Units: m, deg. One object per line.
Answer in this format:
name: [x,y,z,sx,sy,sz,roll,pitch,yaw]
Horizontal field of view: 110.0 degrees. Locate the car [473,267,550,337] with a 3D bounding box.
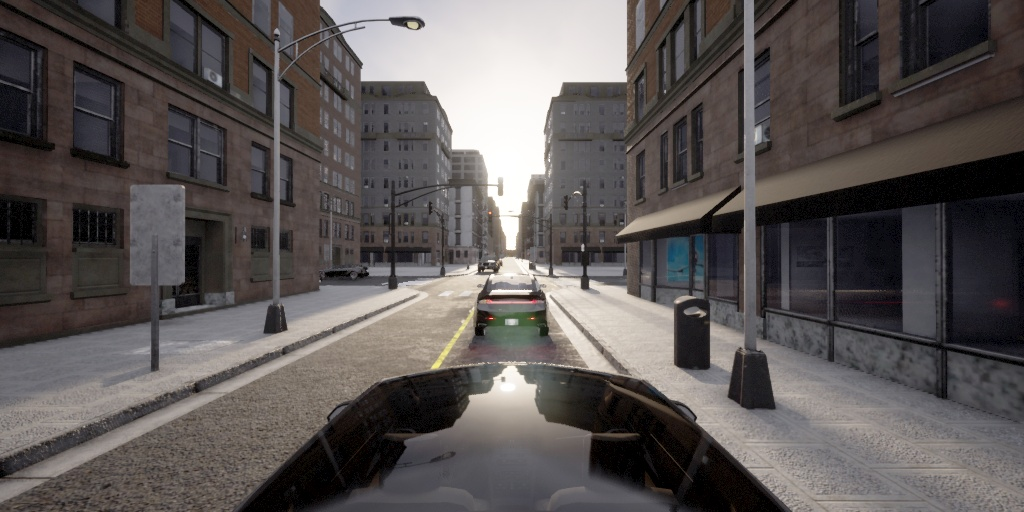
car: [-0.005,1.242,10.330,2.128,1.511,4.902,0,0,0]

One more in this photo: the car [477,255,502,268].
car: [-2.850,0.945,44.083,2.150,2.045,5.566,0,0,3]

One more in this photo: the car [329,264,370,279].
car: [-14.783,1.330,31.493,4.313,1.339,1.948,0,0,0]

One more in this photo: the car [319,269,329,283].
car: [-14.783,1.289,23.466,4.313,1.339,1.948,0,0,0]

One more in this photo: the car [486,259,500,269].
car: [-2.875,1.186,55.216,1.882,1.535,5.008,0,0,0]
